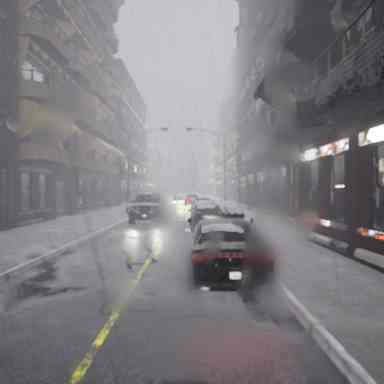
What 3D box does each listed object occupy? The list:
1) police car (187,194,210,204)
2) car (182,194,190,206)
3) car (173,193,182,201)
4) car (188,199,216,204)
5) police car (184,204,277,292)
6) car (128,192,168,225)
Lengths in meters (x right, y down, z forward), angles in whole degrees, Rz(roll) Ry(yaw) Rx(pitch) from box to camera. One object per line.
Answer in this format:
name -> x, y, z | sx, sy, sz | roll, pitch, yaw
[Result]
police car -> 0.821, 1.233, 24.875 | 1.930, 1.638, 5.238 | 0, 0, 0
car -> 0.026, 1.001, 47.503 | 2.097, 1.767, 4.553 | 0, 1, 0
car -> -2.779, 1.022, 65.548 | 2.128, 1.511, 4.902 | 0, 0, 1
car -> 0.822, 1.359, 18.766 | 1.837, 1.490, 4.892 | 0, 0, 0
police car -> 0.824, 1.355, 8.875 | 1.930, 1.638, 5.238 | 0, 0, 0
car -> -2.852, 1.045, 22.655 | 2.150, 2.045, 5.566 | 0, 0, 0
